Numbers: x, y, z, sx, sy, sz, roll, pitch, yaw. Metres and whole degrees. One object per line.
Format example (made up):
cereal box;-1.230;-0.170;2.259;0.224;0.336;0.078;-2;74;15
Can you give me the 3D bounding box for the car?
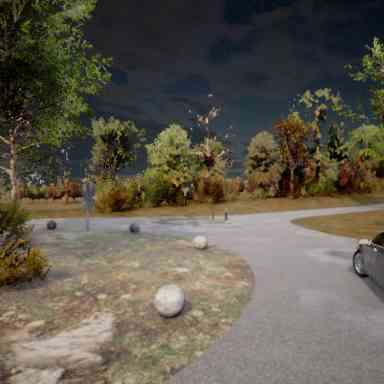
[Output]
car;4.914;1.500;7.131;1.837;1.490;4.892;0;0;15
